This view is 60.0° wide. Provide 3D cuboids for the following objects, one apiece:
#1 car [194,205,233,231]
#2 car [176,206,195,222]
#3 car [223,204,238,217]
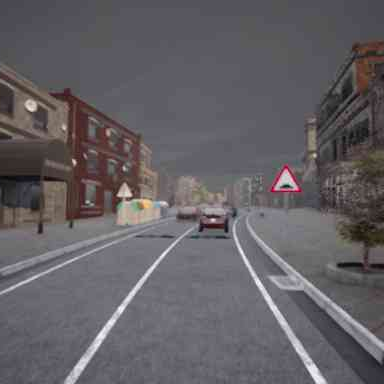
[{"bbox_3d":[1.626,1.891,23.454,2.163,1.488,4.792,0,-1,7],"label":"car"},{"bbox_3d":[-0.238,2.099,32.753,1.882,1.535,5.008,0,-2,10],"label":"car"},{"bbox_3d":[4.566,2.236,41.076,2.033,1.649,4.856,-1,-1,12],"label":"car"}]
